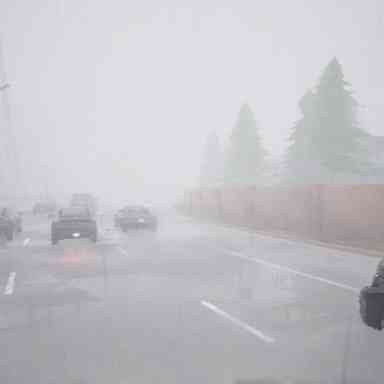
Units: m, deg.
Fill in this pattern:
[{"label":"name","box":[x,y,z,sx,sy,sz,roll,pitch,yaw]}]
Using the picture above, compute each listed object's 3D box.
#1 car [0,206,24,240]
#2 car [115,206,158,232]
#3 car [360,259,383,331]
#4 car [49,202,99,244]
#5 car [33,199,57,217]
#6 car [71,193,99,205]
[{"label":"car","box":[-9.569,1.449,16.317,1.837,1.490,4.892,0,0,-21]},{"label":"car","box":[-3.416,1.502,19.840,1.994,1.385,4.181,0,0,-20]},{"label":"car","box":[4.571,1.215,3.043,2.150,2.045,5.566,0,0,-32]},{"label":"car","box":[-5.579,1.453,15.662,1.837,1.490,4.892,0,0,-22]},{"label":"car","box":[-13.954,1.420,32.220,1.812,1.442,4.674,0,0,-11]},{"label":"car","box":[-10.531,1.115,32.755,2.150,2.045,5.566,0,0,-10]}]
